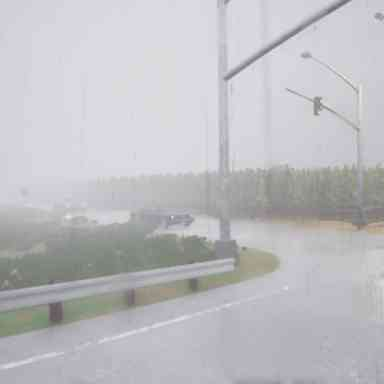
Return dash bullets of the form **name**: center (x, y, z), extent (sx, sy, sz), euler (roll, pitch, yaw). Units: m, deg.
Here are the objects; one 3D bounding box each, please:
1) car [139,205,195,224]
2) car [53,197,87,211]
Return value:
- **car**: center (-1.925, 1.490, 20.813), extent (1.895, 1.301, 4.718), euler (-1, 1, -40)
- **car**: center (-12.176, 1.267, 32.985), extent (2.097, 1.767, 4.553), euler (-1, 1, -40)
